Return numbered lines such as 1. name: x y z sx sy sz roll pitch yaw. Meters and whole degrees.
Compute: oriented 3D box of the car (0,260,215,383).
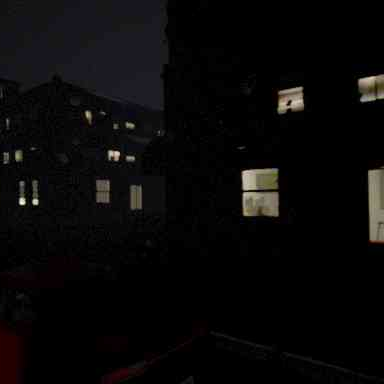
1. car: -1.868 1.562 4.219 4.507 1.381 1.887 0 -1 35
